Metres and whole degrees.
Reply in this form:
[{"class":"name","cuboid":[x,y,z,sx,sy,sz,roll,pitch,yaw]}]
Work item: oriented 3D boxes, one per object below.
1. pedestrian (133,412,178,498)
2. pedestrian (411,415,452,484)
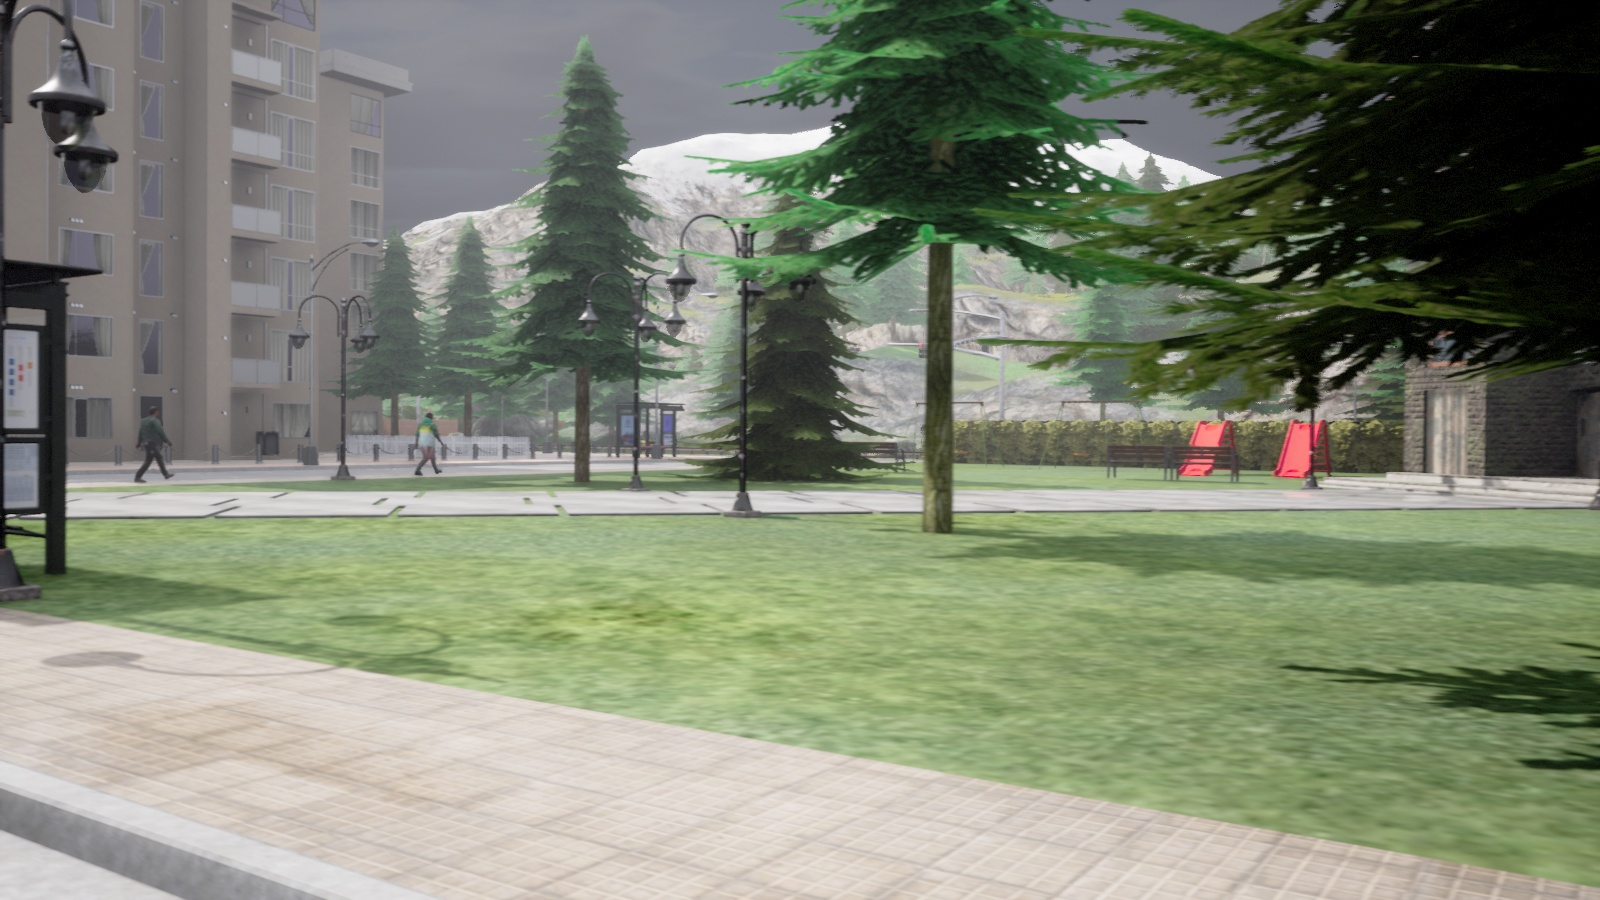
[{"class":"pedestrian","cuboid":[-14.897,0.105,29.046,0.423,1.949,0.788,0,1,33]},{"class":"pedestrian","cuboid":[-10.548,-0.018,35.937,0.659,1.952,0.873,0,1,33]}]
